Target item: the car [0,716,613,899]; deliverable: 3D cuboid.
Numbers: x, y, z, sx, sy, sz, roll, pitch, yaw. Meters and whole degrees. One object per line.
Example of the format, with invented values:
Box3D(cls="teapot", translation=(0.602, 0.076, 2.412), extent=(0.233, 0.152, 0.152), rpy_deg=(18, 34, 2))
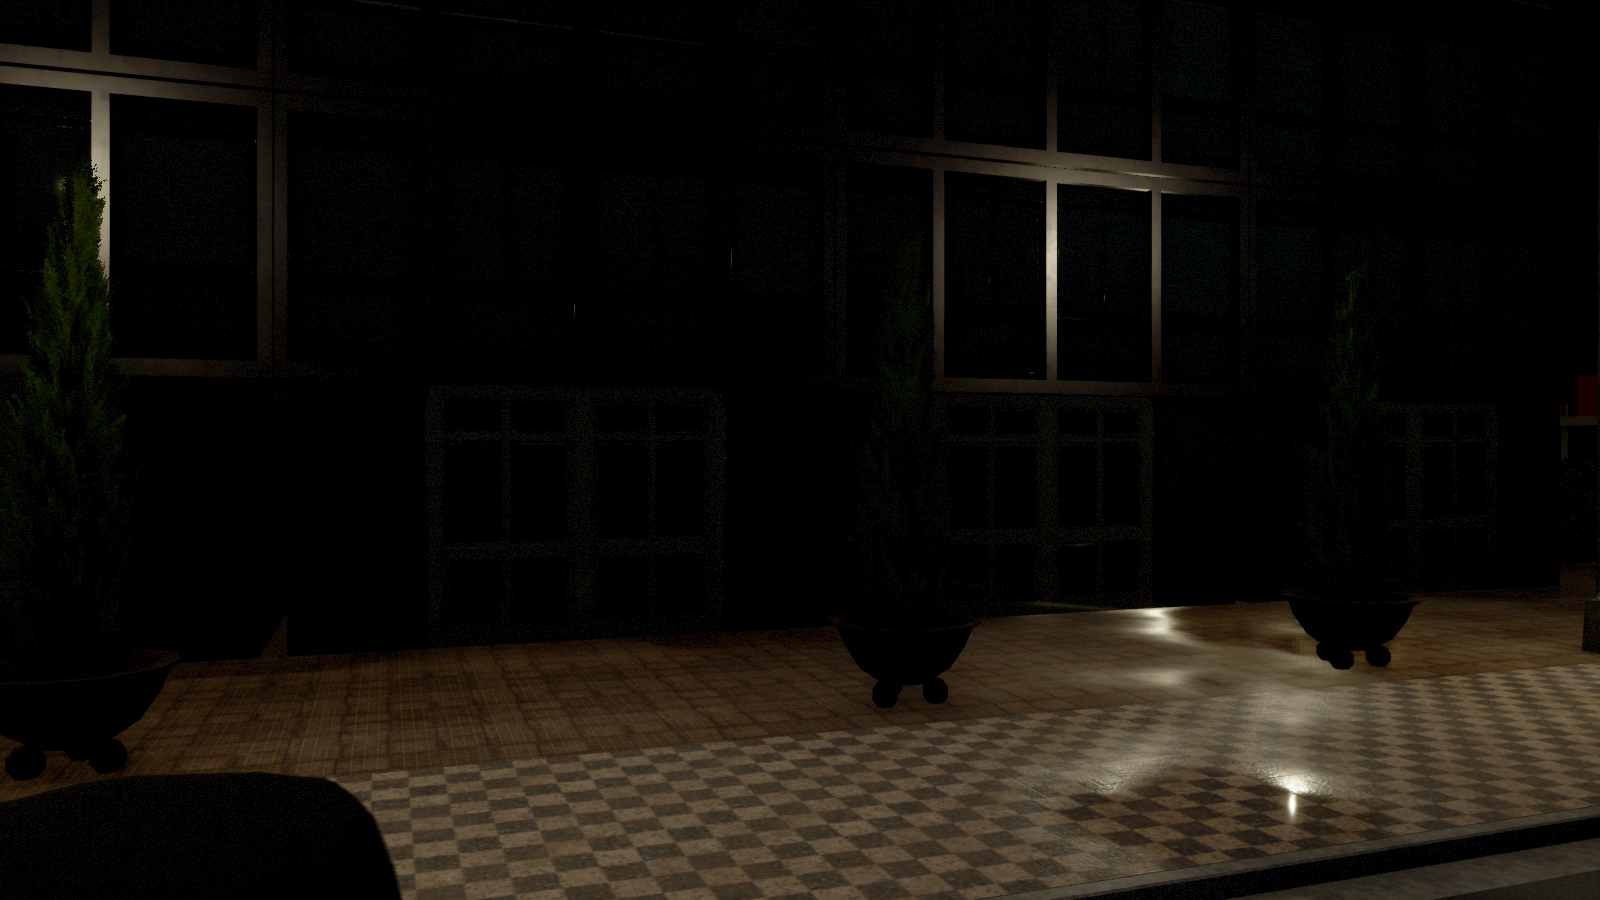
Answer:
Box3D(cls="car", translation=(-2.464, 1.857, 2.403), extent=(3.866, 1.878, 1.905), rpy_deg=(0, 0, -20))
